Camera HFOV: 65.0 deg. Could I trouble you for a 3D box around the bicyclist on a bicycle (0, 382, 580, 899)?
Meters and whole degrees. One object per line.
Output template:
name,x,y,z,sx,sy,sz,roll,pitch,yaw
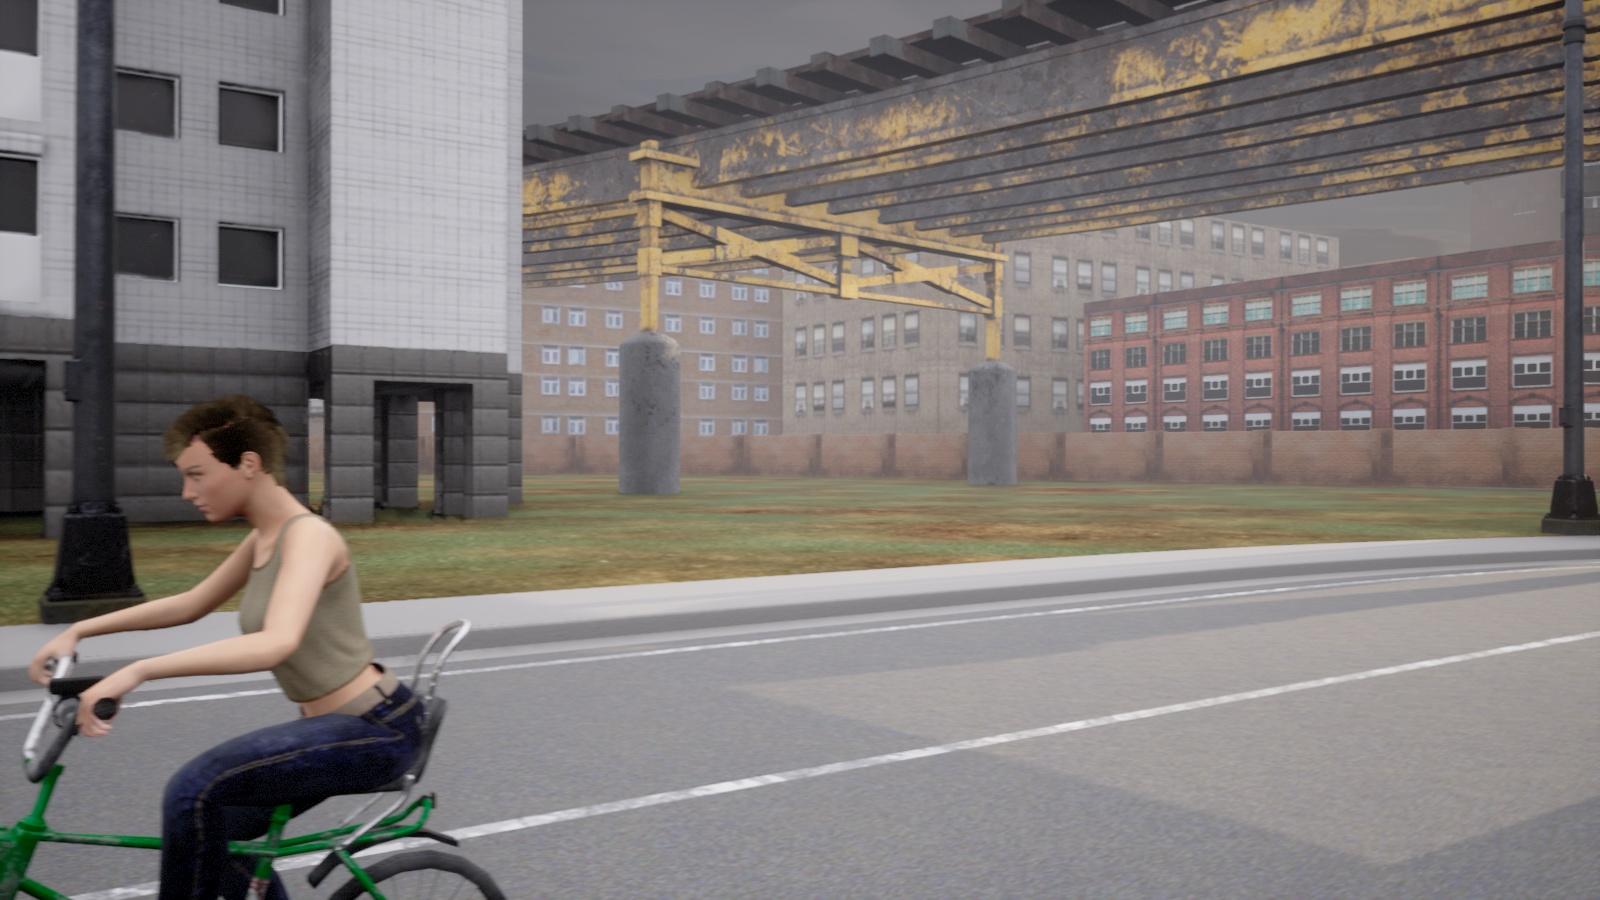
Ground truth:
bicyclist on a bicycle,-1.355,0.691,2.707,1.509,1.612,0.866,0,0,-35
